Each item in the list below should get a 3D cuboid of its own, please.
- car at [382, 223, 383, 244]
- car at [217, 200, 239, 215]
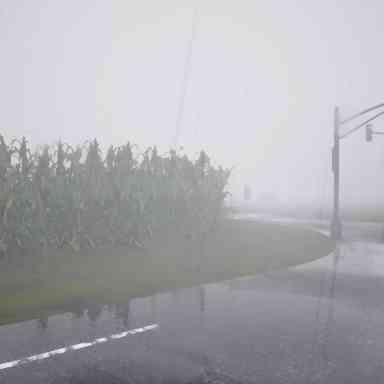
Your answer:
[{"bbox_3d":[8.585,1.525,12.596,1.812,1.442,4.674,1,1,19],"label":"car"},{"bbox_3d":[2.524,1.500,33.031,2.033,1.411,5.357,1,0,-26],"label":"car"}]
